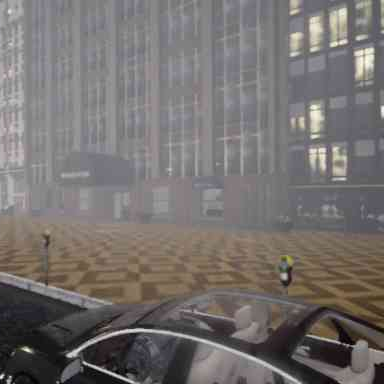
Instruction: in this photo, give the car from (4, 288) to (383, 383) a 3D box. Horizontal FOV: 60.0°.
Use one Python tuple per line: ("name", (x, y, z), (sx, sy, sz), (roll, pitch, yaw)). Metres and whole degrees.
("car", (0.123, 1.558, 2.790), (4.403, 1.369, 2.008), (0, 0, 35))
